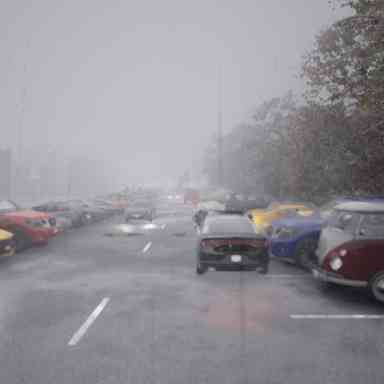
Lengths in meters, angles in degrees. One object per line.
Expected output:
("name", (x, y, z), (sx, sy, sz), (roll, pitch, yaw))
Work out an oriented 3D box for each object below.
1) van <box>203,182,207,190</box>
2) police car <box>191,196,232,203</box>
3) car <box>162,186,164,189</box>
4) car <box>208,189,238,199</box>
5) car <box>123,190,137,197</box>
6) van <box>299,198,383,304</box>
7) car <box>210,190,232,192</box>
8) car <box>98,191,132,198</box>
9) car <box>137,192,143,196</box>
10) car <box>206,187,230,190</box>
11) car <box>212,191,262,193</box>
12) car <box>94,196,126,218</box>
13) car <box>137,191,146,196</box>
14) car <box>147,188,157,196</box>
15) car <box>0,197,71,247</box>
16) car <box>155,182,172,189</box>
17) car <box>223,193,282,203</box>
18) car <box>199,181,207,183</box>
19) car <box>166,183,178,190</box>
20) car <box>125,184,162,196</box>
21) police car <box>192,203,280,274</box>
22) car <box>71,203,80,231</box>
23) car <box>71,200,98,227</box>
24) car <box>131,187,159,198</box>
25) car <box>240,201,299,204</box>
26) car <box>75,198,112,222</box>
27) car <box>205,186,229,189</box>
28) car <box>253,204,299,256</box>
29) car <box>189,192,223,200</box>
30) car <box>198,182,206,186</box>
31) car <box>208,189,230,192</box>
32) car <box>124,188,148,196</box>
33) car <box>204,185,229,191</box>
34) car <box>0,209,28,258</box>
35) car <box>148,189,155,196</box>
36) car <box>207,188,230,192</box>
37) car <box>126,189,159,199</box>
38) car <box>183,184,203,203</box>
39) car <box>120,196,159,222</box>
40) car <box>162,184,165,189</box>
("van", (4.903, -0.419, 63.018), (4.442, 1.987, 1.878), (-1, 3, 0))
("police car", (1.047, 1.274, 20.485), (1.930, 1.638, 5.238), (0, 1, 0))
("car", (-8.021, -0.004, 60.167), (4.792, 1.488, 2.163), (0, 3, 0))
("car", (5.059, 0.298, 54.674), (4.792, 1.488, 2.163), (0, 3, 0))
("car", (-8.014, 0.989, 32.315), (4.553, 1.767, 2.185), (0, 1, 0))
("van", (4.922, 1.205, 7.288), (4.442, 1.987, 1.878), (0, 0, 0))
("car", (5.028, 0.863, 40.861), (5.008, 1.535, 2.097), (0, 2, 0))
("car", (-8.014, 1.053, 29.535), (4.553, 1.767, 2.185), (0, 1, 0))
("car", (-8.017, 1.071, 35.105), (4.792, 1.488, 2.163), (0, 2, 0))
("car", (5.217, 0.406, 51.884), (5.366, 1.575, 1.946), (0, 3, 0))
("car", (5.027, 0.959, 37.944), (4.892, 1.521, 2.231), (0, 2, 0))
("car", (-8.042, 1.274, 26.752), (4.674, 1.452, 2.002), (0, 1, 0))
("car", (-8.076, 0.989, 37.892), (4.792, 1.488, 2.163), (0, 2, 0))
("car", (-8.055, 0.544, 49.032), (4.892, 1.521, 2.231), (0, 2, 0))
("car", (-8.014, 1.142, 12.816), (5.566, 2.045, 2.435), (0, 0, 0))
("car", (-8.374, -1.278, 92.745), (4.792, 1.488, 2.163), (0, 4, 0))
("car", (4.850, 1.172, 29.712), (5.366, 1.575, 1.946), (0, 1, 0))
("car", (4.767, -1.441, 92.872), (4.553, 1.767, 2.185), (0, 4, 0))
("car", (-3.519, -0.489, 65.324), (1.895, 1.301, 4.718), (0, 3, 0))
("car", (-8.020, 0.161, 51.806), (5.566, 2.045, 2.435), (0, 3, 0))
("police car", (1.048, 1.355, 10.488), (1.930, 1.638, 5.238), (0, 0, 0))
("car", (-8.045, 1.415, 15.601), (4.674, 1.452, 2.002), (0, 0, 0))
("car", (-8.072, 1.381, 18.386), (4.792, 1.488, 2.163), (0, 0, 0))
("car", (-8.018, -0.003, 57.377), (4.553, 1.767, 2.185), (0, 3, 0))
("car", (5.032, 1.374, 15.768), (5.008, 1.535, 2.097), (0, 0, 0))
("car", (-8.049, 1.321, 21.173), (5.008, 1.535, 2.097), (0, 1, 0))
("car", (5.033, 0.152, 57.583), (4.674, 1.452, 2.002), (0, 3, 0))
("car", (5.223, 1.391, 12.860), (5.366, 1.575, 1.946), (0, 0, 0))
("car", (1.045, 1.111, 26.340), (2.097, 1.767, 4.553), (0, 1, 0))
("car", (4.733, -1.139, 90.114), (5.008, 1.535, 2.097), (0, 4, 0))
("car", (5.003, 0.685, 46.439), (4.792, 1.488, 2.163), (0, 2, 0))
("car", (-8.078, 0.744, 40.673), (4.553, 1.767, 2.185), (0, 2, 0))
("car", (5.032, -0.004, 60.363), (4.674, 1.452, 2.002), (0, 3, 0))
("car", (-8.047, 1.412, 10.034), (5.008, 1.535, 2.097), (0, 0, 0))
("car", (-8.077, 0.693, 46.257), (4.792, 1.488, 2.163), (0, 2, 0))
("car", (5.217, 0.537, 49.091), (5.366, 1.575, 1.946), (0, 3, 0))
("car", (-8.055, 0.272, 54.609), (5.008, 1.535, 2.097), (0, 3, 0))
("car", (0.002, 0.416, 45.948), (2.150, 2.045, 5.566), (0, 3, 0))
("car", (-3.603, 1.305, 24.099), (1.837, 1.490, 4.892), (0, 1, 0))
("car", (-8.080, -0.161, 62.947), (4.792, 1.488, 2.163), (0, 3, 0))
